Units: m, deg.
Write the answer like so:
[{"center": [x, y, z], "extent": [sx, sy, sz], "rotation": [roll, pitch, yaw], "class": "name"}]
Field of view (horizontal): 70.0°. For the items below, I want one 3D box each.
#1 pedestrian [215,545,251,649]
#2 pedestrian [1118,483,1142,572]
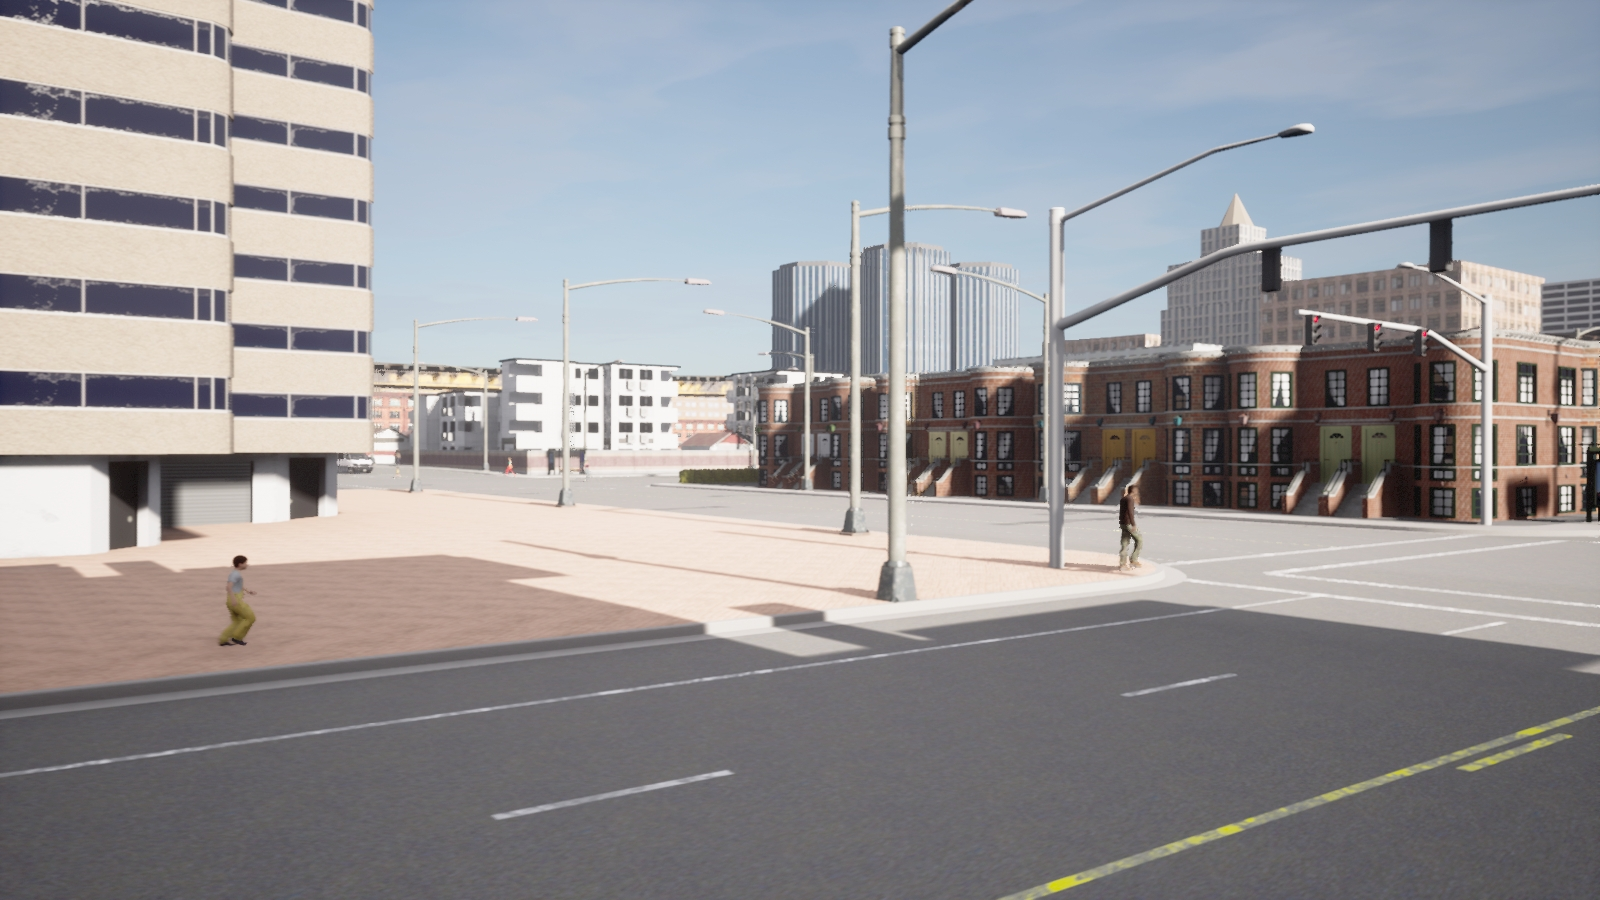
[{"center": [-7.512, 1.936, 15.141], "extent": [0.375, 1.300, 0.375], "rotation": [0, 0, -34], "class": "pedestrian"}, {"center": [7.042, 1.643, 24.401], "extent": [0.375, 1.860, 0.375], "rotation": [0, 0, -7], "class": "pedestrian"}]
